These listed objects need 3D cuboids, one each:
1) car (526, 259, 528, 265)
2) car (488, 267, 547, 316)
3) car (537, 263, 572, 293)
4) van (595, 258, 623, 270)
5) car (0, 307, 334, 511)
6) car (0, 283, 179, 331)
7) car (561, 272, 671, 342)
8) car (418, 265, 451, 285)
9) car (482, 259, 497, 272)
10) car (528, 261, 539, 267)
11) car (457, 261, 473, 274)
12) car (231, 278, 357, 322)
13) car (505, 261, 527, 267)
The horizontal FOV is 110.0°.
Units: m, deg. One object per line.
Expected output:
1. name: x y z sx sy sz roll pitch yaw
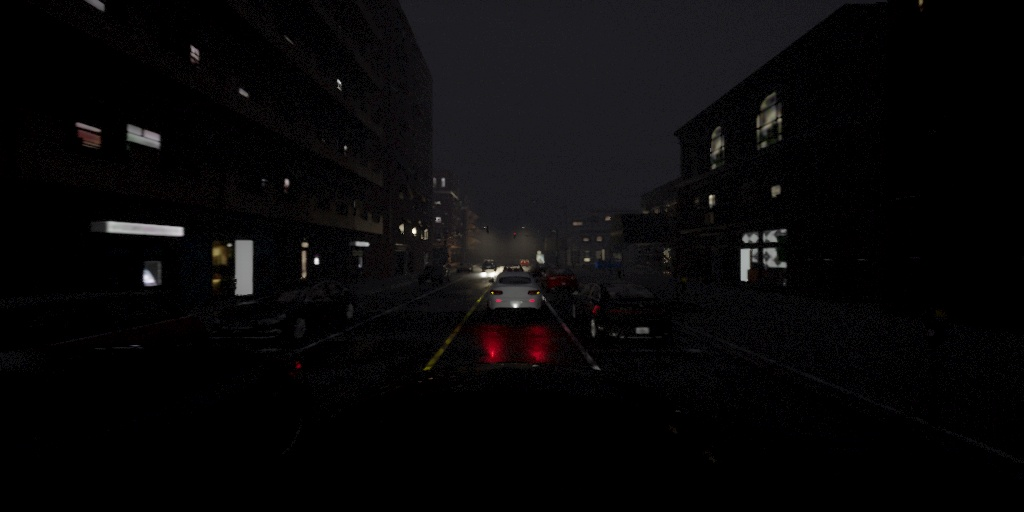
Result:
1. car: 2.704 1.328 38.228 1.751 1.417 4.829 0 0 0
2. car: 0.105 1.288 13.373 1.812 1.442 4.674 0 0 0
3. car: 2.697 1.318 20.967 1.888 1.381 4.507 0 0 0
4. van: 14.675 1.245 54.521 3.998 1.789 1.690 0 0 0
5. car: -3.099 1.314 2.089 1.994 1.385 4.181 0 0 0
6. car: -5.689 1.192 3.886 1.967 1.591 4.097 0 0 0
7. car: 2.694 1.308 9.575 2.007 1.370 4.403 0 0 0
8. car: -5.681 1.348 26.672 1.948 1.339 4.313 0 0 0
9. car: -2.983 1.324 47.992 2.128 1.511 4.902 0 0 0
10. car: 2.702 1.337 32.361 1.888 1.381 4.507 0 0 0
11. car: -5.676 1.340 43.592 1.751 1.417 4.829 0 0 0
12. car: -5.687 1.309 9.583 2.007 1.370 4.403 0 0 0
13. car: 0.113 1.393 32.624 1.895 1.301 4.718 0 0 0
